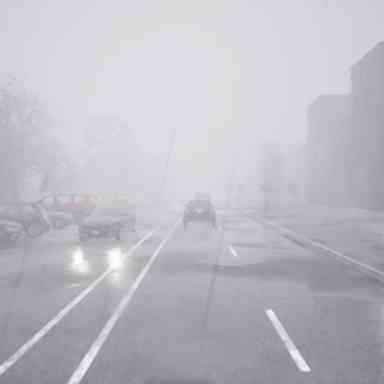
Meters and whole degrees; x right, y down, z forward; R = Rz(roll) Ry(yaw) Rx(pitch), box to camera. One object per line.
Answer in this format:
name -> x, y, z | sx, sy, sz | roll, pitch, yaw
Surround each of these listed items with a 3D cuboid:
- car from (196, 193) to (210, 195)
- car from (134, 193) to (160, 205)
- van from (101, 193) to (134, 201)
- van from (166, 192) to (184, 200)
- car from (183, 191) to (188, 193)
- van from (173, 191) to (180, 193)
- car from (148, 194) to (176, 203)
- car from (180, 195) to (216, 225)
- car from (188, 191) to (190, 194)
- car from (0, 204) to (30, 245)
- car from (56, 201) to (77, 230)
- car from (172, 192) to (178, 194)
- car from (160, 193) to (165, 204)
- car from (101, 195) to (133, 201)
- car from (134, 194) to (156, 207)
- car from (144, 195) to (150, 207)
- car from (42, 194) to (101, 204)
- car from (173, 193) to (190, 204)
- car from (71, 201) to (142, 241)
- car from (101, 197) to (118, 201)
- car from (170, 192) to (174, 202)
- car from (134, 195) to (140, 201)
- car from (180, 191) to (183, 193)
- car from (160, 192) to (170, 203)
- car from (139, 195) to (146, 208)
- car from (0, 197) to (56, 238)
car -> 1.324, 1.129, 40.786 | 2.150, 2.045, 5.566 | 0, 0, 3
car -> -7.775, 1.391, 48.640 | 5.008, 1.535, 2.097 | -1, 0, -16
van -> -8.526, 1.177, 33.890 | 4.442, 1.987, 1.878 | -1, 0, -17
van -> -4.547, 0.951, 87.027 | 4.442, 1.987, 1.878 | -1, 1, -15
car -> -4.743, 0.951, 84.106 | 5.566, 2.045, 2.435 | -1, 1, -15
van -> -5.649, 1.048, 75.235 | 4.442, 1.987, 1.878 | -1, 1, -15
car -> -6.270, 1.310, 69.325 | 5.366, 1.575, 1.946 | -1, 1, -15
car -> 0.532, 1.279, 23.145 | 2.097, 1.767, 4.553 | 0, 0, 2
car -> -3.713, 1.111, 93.020 | 5.366, 1.575, 1.946 | -1, 0, -15
car -> -9.343, 1.441, 13.072 | 4.892, 1.521, 2.231 | -1, 0, -19
car -> -9.196, 1.465, 19.012 | 4.674, 1.452, 2.002 | -1, 0, -19
car -> -6.185, 1.322, 66.463 | 5.366, 1.575, 1.946 | -1, 0, -15
car -> -7.356, 1.416, 54.570 | 4.674, 1.452, 2.002 | -1, 0, -16
car -> -8.592, 1.401, 30.942 | 5.366, 1.575, 1.946 | -1, 0, -18
car -> -8.156, 1.396, 45.624 | 5.366, 1.575, 1.946 | -1, 0, -17
car -> -8.150, 1.440, 42.711 | 4.674, 1.452, 2.002 | -1, 0, -17
car -> -9.135, 1.168, 21.966 | 5.566, 2.045, 2.435 | -1, 0, -18
car -> -1.753, 1.395, 58.542 | 1.812, 1.442, 4.674 | 0, 0, 5
car -> -4.014, 1.420, 16.512 | 1.882, 1.535, 5.008 | 0, 0, 1
car -> -8.894, 1.450, 27.917 | 4.674, 1.452, 2.002 | -1, 0, -18
car -> -6.635, 1.343, 63.455 | 4.892, 1.521, 2.231 | -1, 0, -15
car -> -8.483, 1.443, 36.818 | 4.674, 1.452, 2.002 | -1, 0, -17
car -> -5.292, 1.125, 78.214 | 4.553, 1.767, 2.185 | -1, 0, -15
car -> -6.854, 1.229, 60.499 | 4.553, 1.767, 2.185 | -1, 0, -15
car -> -8.305, 1.442, 39.767 | 4.674, 1.452, 2.002 | 0, -1, -17
car -> -9.239, 1.306, 16.044 | 4.553, 1.767, 2.185 | -1, 0, -19
